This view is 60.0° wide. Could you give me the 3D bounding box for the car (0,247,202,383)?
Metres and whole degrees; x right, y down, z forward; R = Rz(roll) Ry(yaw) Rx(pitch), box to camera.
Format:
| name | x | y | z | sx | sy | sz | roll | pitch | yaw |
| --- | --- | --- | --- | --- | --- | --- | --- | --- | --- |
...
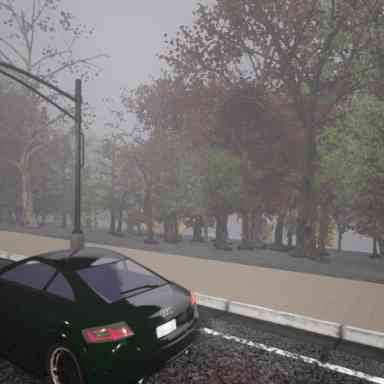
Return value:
| name | x | y | z | sx | sy | sz | roll | pitch | yaw |
| --- | --- | --- | --- | --- | --- | --- | --- | --- | --- |
| car | -1.926 | 1.563 | 5.061 | 4.181 | 1.385 | 1.994 | 0 | 0 | 36 |
